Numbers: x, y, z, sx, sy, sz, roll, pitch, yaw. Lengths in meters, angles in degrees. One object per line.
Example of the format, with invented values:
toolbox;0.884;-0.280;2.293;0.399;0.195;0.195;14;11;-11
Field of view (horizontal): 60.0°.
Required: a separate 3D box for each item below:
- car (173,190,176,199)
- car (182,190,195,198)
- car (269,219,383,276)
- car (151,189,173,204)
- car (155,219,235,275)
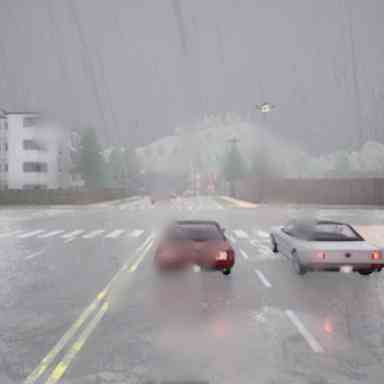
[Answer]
car;-4.152;0.437;63.924;2.097;1.767;4.553;0;1;0
car;-0.768;0.387;70.292;1.882;1.535;5.008;0;1;-14
car;3.617;1.461;9.872;1.895;1.301;4.718;0;1;2
car;-4.232;0.572;45.053;2.150;2.045;5.566;0;1;0
car;0.066;1.460;9.889;1.895;1.301;4.718;0;1;0
